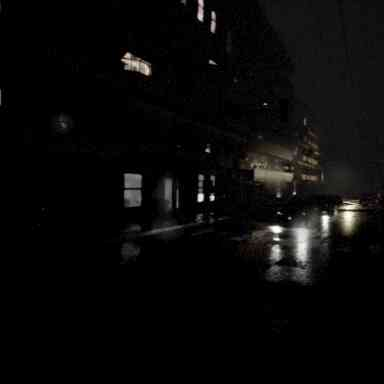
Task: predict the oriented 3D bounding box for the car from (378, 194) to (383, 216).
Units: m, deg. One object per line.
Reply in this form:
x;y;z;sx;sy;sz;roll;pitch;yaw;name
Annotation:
17.364;1.204;28.560;1.967;1.590;4.097;1;1;29;car

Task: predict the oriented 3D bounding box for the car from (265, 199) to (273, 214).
7.362;1.120;27.746;2.008;1.369;4.403;1;1;29;car

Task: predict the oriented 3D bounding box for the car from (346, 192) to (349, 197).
36.601;0.668;81.059;2.008;1.369;4.403;1;1;29;car

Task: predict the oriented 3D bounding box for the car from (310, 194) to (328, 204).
17.993;0.981;47.134;1.802;1.307;4.206;1;1;29;car

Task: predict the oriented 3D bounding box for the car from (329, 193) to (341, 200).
28.627;0.817;66.520;1.802;1.307;4.206;1;1;29;car

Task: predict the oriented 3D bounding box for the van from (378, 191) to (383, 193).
30.656;0.895;52.791;1.690;1.788;3.998;1;1;29;van

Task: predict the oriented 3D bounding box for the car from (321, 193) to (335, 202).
23.229;0.843;56.677;1.752;1.417;4.829;1;1;29;car

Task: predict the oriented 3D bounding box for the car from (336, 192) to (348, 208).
16.851;1.075;39.593;2.033;1.411;5.357;2;1;29;car

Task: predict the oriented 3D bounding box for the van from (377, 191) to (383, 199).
46.604;0.658;81.872;1.690;1.788;3.998;1;1;29;van

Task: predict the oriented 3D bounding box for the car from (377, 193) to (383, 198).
25.337;1.188;43.101;2.008;1.369;4.403;1;1;29;car

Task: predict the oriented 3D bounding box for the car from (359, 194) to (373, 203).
28.721;0.997;54.845;1.812;1.442;4.674;2;1;29;car

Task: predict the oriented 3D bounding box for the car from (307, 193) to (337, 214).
11.738;1.135;30.278;1.812;1.442;4.674;2;1;29;car

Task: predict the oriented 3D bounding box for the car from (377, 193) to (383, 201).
38.628;0.978;67.335;1.887;1.381;4.507;1;1;29;car

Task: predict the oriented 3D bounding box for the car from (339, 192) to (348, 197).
39.259;0.660;85.907;1.802;1.307;4.206;1;1;29;car

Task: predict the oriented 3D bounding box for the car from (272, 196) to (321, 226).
6.763;1.215;21.244;1.812;1.442;4.674;2;1;29;car
